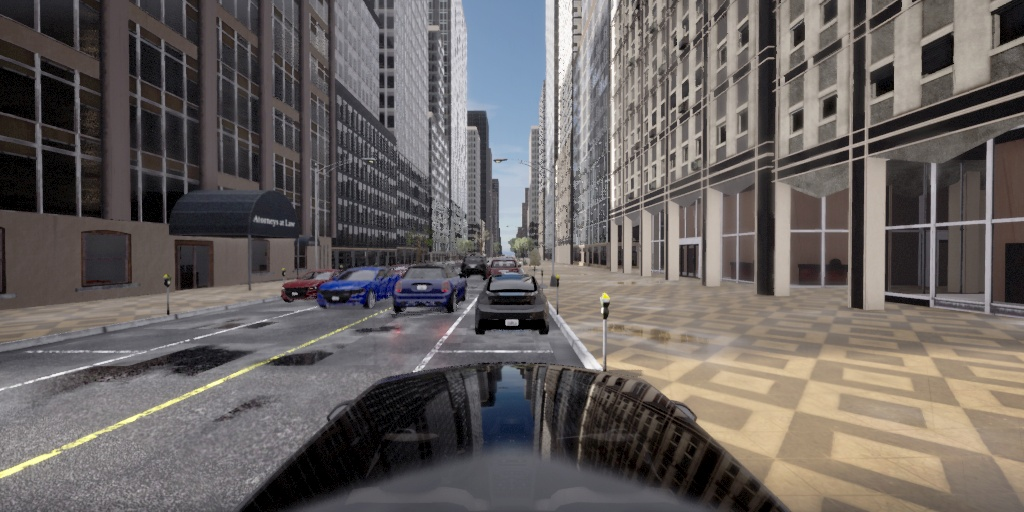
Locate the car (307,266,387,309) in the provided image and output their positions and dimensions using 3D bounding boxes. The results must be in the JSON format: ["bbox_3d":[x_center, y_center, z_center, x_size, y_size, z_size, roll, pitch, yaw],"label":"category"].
[{"bbox_3d":[-6.246,1.225,15.197,1.882,1.535,5.008,0,0,0],"label":"car"}]

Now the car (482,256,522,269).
[{"bbox_3d":[-0.457,1.061,22.523,2.192,1.841,5.009,0,0,0],"label":"car"}]

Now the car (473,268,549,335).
[{"bbox_3d":[-0.001,1.252,10.501,1.837,1.490,4.892,0,0,0],"label":"car"}]

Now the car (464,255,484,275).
[{"bbox_3d":[-3.146,0.966,31.456,2.150,2.045,5.566,0,0,0],"label":"car"}]

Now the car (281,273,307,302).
[{"bbox_3d":[-8.837,1.292,16.839,1.888,1.381,4.507,0,0,0],"label":"car"}]

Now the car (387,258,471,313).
[{"bbox_3d":[-3.047,1.100,14.224,2.097,1.767,4.553,0,0,0],"label":"car"}]
